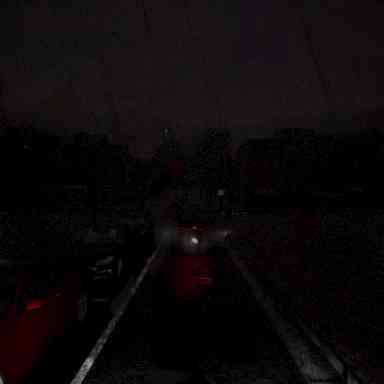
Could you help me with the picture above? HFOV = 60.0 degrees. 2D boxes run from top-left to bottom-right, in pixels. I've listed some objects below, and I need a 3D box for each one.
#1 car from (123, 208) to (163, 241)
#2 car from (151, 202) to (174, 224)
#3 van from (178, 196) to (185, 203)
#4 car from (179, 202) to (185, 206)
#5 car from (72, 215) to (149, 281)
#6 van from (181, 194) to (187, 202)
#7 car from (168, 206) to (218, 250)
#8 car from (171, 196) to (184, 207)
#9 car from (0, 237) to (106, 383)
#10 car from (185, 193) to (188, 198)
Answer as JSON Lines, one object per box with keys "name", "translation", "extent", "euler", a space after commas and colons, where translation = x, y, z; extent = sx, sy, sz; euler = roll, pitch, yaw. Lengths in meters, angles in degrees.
{"name": "car", "translation": [-2.663, 1.650, 15.324], "extent": [2.008, 1.369, 4.403], "euler": [-2, 0, 0]}
{"name": "car", "translation": [-2.665, 1.763, 26.218], "extent": [1.802, 1.307, 4.206], "euler": [-2, 0, 0]}
{"name": "van", "translation": [-2.680, 1.919, 86.232], "extent": [1.690, 1.788, 3.998], "euler": [-1, 0, 0]}
{"name": "car", "translation": [0.123, 1.792, 27.410], "extent": [1.895, 1.301, 4.718], "euler": [0, 0, 1]}
{"name": "car", "translation": [-2.661, 1.613, 9.875], "extent": [2.008, 1.369, 4.403], "euler": [-2, 0, 0]}
{"name": "van", "translation": [-2.679, 1.896, 75.151], "extent": [1.690, 1.788, 3.998], "euler": [-1, 0, 0]}
{"name": "car", "translation": [0.097, 1.602, 14.904], "extent": [1.837, 1.490, 4.892], "euler": [0, 0, 0]}
{"name": "car", "translation": [-2.677, 1.859, 52.995], "extent": [1.967, 1.590, 4.097], "euler": [-2, -1, 0]}
{"name": "car", "translation": [-2.656, 1.609, 4.423], "extent": [1.802, 1.307, 4.206], "euler": [-1, 0, 0]}
{"name": "car", "translation": [-2.681, 1.884, 80.695], "extent": [2.192, 1.841, 5.009], "euler": [-1, 0, 0]}
